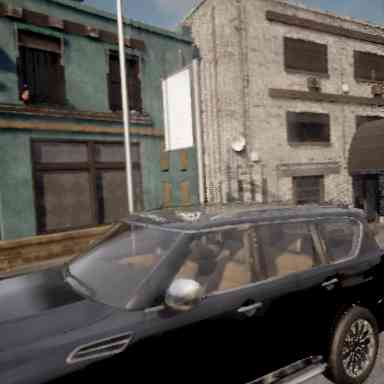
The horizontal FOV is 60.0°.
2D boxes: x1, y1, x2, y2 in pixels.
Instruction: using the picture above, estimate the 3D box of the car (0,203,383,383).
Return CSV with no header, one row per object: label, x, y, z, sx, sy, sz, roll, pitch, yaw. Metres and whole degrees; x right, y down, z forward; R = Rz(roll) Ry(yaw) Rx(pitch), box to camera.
car,0.026,1.187,3.789,5.566,2.045,2.150,0,0,-33
